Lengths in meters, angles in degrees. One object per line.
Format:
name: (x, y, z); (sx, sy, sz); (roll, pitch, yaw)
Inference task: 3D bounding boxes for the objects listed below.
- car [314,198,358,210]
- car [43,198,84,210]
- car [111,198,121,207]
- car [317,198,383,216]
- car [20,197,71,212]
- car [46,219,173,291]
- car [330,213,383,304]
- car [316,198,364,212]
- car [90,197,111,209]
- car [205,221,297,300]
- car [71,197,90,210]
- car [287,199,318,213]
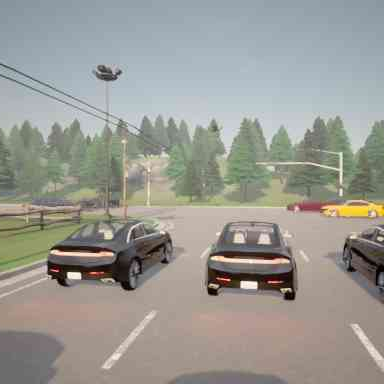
car: (18.345, 1.505, 42.658); (4.892, 1.490, 1.837); (0, 0, 12)
car: (-16.525, 1.525, 42.688); (4.674, 1.442, 1.812); (0, 0, 12)
car: (-13.046, 1.477, 49.120); (5.008, 1.535, 1.882); (0, 0, 12)
car: (14.044, 1.477, 29.249); (5.008, 1.535, 1.882); (0, 0, 12)
car: (-15.834, 1.352, 35.399); (4.553, 1.767, 2.097); (0, 0, 12)
car: (-1.906, 1.491, 9.146); (2.128, 1.511, 4.902); (0, 0, 12)
car: (4.964, 1.491, 7.793); (2.128, 1.511, 4.902); (0, 0, 12)
car: (17.357, 1.504, 39.287); (4.892, 1.490, 1.837); (0, 0, 12)
car: (-14.234, 1.491, 45.792); (4.902, 1.511, 2.128); (0, 0, 12)
car: (1.528, 1.491, 8.462); (2.128, 1.511, 4.902); (0, 0, 12)
car: (-15.121, 1.547, 38.826); (5.357, 1.411, 2.033); (0, 0, 12)
car: (13.062, 1.477, 36.598); (5.008, 1.535, 1.882); (0, 0, 12)
